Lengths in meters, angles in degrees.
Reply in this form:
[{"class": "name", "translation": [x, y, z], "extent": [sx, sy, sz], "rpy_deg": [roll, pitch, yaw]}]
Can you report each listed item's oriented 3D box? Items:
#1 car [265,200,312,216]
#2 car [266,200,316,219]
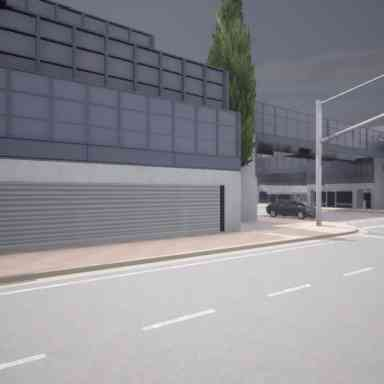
[{"class": "car", "translation": [9.673, 1.564, 33.468], "extent": [1.994, 1.385, 4.181], "rpy_deg": [0, 0, -37]}, {"class": "car", "translation": [8.705, 1.505, 28.915], "extent": [1.837, 1.490, 4.892], "rpy_deg": [0, 0, -37]}]
